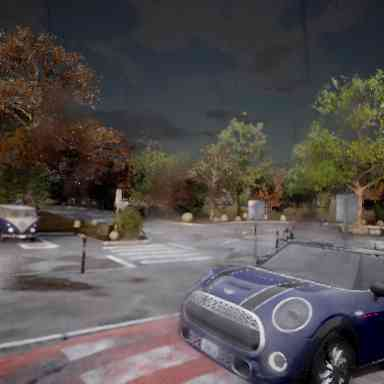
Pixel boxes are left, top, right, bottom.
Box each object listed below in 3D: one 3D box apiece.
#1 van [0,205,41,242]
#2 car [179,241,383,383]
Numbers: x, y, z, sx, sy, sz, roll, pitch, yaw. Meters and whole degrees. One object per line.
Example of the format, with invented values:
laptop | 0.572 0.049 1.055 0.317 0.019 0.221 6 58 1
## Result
van | -10.190 1.767 19.333 1.878 1.987 4.442 5 -3 -35
car | 2.087 1.572 5.165 4.553 1.767 2.097 11 -7 -35
